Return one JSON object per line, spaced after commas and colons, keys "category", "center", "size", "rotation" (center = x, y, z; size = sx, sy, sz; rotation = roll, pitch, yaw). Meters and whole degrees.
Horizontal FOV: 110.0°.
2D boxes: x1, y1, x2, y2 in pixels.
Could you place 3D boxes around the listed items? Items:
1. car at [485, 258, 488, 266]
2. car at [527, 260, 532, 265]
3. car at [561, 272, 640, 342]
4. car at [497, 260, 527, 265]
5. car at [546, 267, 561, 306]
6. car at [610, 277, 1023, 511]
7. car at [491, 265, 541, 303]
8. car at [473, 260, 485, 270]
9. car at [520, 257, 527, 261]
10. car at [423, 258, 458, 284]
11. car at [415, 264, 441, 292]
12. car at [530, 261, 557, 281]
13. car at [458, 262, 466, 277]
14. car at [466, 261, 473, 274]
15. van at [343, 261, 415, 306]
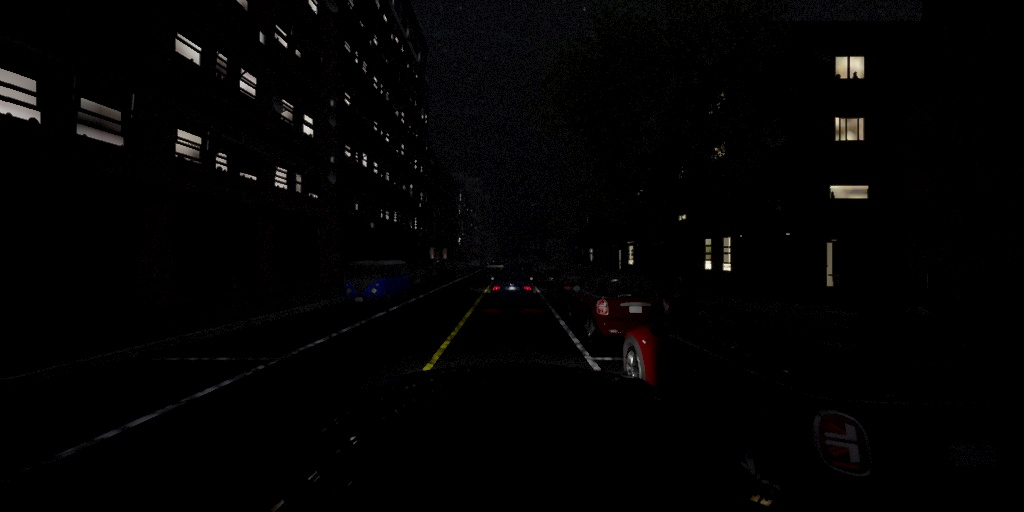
{"category": "car", "center": [-5.690, 1.341, 61.005], "size": [1.888, 1.381, 4.507], "rotation": [0, 0, 0]}
{"category": "car", "center": [2.691, 1.200, 32.519], "size": [1.967, 1.591, 4.097], "rotation": [0, 0, 0]}
{"category": "car", "center": [2.690, 1.188, 9.732], "size": [1.967, 1.591, 4.097], "rotation": [0, 0, 0]}
{"category": "car", "center": [0.000, 1.323, 31.501], "size": [2.033, 1.411, 5.357], "rotation": [0, 0, 0]}
{"category": "car", "center": [2.691, 1.331, 15.429], "size": [1.802, 1.307, 4.207], "rotation": [0, 0, 0]}
{"category": "car", "center": [2.691, 1.188, 4.036], "size": [1.967, 1.591, 4.097], "rotation": [0, 0, 0]}
{"category": "car", "center": [0.000, 1.314, 16.500], "size": [2.033, 1.411, 5.357], "rotation": [0, 0, 0]}
{"category": "car", "center": [-5.691, 1.313, 55.138], "size": [1.751, 1.417, 4.829], "rotation": [0, 0, 0]}
{"category": "car", "center": [2.691, 1.346, 61.002], "size": [2.007, 1.370, 4.403], "rotation": [0, 0, 0]}
{"category": "car", "center": [-5.690, 1.070, 26.824], "size": [2.192, 1.841, 5.009], "rotation": [0, 0, 0]}
{"category": "car", "center": [-5.690, 1.333, 21.127], "size": [1.802, 1.307, 4.207], "rotation": [0, 0, 0]}
{"category": "car", "center": [2.691, 1.305, 26.822], "size": [2.007, 1.370, 4.403], "rotation": [0, 0, 0]}
{"category": "car", "center": [-5.690, 1.326, 32.521], "size": [1.948, 1.339, 4.313], "rotation": [0, 0, 0]}
{"category": "car", "center": [-5.690, 1.316, 38.217], "size": [2.007, 1.370, 4.403], "rotation": [0, 0, 0]}
{"category": "van", "center": [-5.690, 1.090, 15.431], "size": [1.690, 1.789, 3.998], "rotation": [0, 0, 0]}
